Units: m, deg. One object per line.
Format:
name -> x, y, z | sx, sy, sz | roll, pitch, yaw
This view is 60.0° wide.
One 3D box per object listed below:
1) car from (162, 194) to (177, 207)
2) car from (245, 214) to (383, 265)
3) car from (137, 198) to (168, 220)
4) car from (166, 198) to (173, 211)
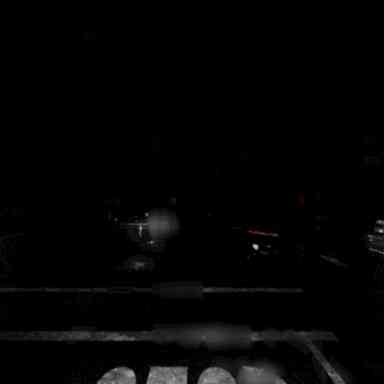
car -> -3.568, 1.343, 53.780 | 2.150, 2.045, 5.566 | 0, 0, 0
car -> 4.172, 1.533, 11.808 | 4.902, 1.511, 2.128 | 0, -1, -29
car -> -3.596, 1.558, 29.041 | 2.128, 1.511, 4.902 | 0, 0, 0
car -> -3.594, 1.689, 38.906 | 1.895, 1.301, 4.718 | 0, 0, 0
